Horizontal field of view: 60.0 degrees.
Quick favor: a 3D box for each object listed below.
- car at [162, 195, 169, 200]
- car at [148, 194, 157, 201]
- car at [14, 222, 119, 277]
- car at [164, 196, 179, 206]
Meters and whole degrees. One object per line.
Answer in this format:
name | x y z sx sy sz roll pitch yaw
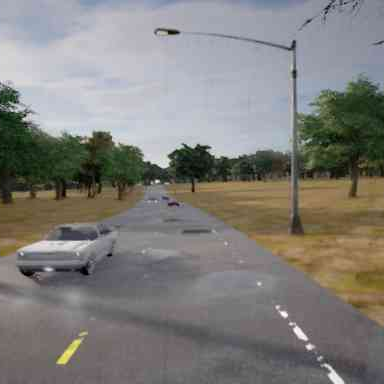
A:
car | -7.055 1.476 89.613 1.882 1.535 5.008 0 1 -7
car | -10.159 1.419 86.037 2.097 1.767 4.553 0 1 -7
car | -3.725 1.706 10.760 1.895 1.301 4.718 0 0 -1
car | -3.506 1.854 60.230 1.895 1.301 4.718 0 0 -7
